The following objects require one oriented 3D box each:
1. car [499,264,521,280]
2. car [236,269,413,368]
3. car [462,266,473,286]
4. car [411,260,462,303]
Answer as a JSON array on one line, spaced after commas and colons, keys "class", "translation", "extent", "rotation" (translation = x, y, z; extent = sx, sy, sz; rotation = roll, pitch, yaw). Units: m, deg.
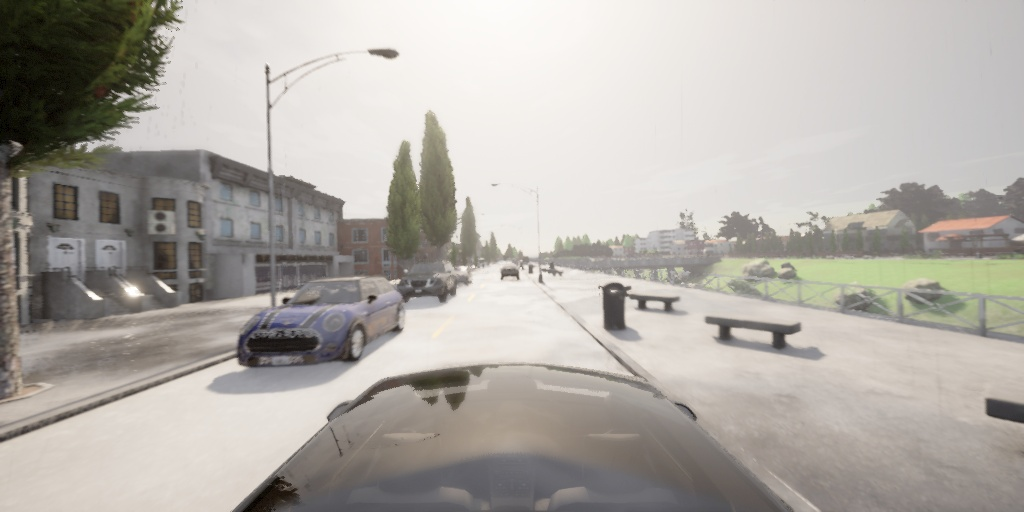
[{"class": "car", "translation": [-0.203, 1.552, 35.819], "extent": [1.837, 1.490, 4.892], "rotation": [-2, 0, -1]}, {"class": "car", "translation": [-4.167, 1.293, 8.651], "extent": [2.097, 1.767, 4.553], "rotation": [-2, 0, 0]}, {"class": "car", "translation": [-4.316, 1.614, 29.400], "extent": [2.128, 1.511, 4.902], "rotation": [-2, 0, 0]}, {"class": "car", "translation": [-4.259, 1.253, 18.977], "extent": [2.150, 2.045, 5.566], "rotation": [-2, 0, -1]}]
